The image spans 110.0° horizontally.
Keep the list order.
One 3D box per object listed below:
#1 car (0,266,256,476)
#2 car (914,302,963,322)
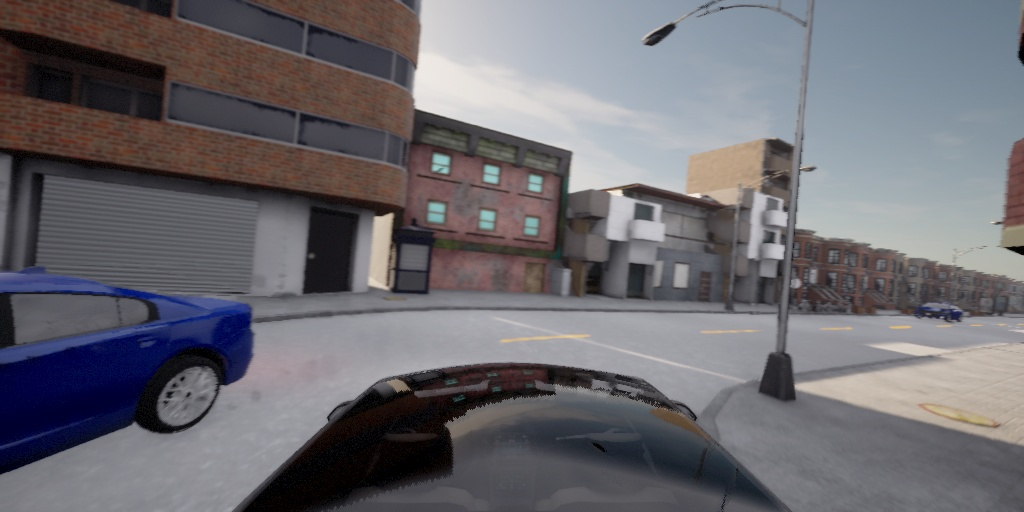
[{"bbox_3d":[-4.289,0.836,2.266,1.882,1.535,5.008,4,0,9],"label":"car"},{"bbox_3d":[36.161,4.683,30.358,5.008,1.535,1.882,6,0,-27],"label":"car"}]
